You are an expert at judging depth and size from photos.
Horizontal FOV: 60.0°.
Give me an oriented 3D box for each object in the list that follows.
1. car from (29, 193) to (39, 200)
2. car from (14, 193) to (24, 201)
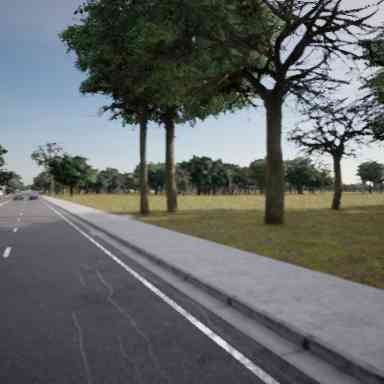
[{"bbox_3d":[-37.063,1.185,78.010,1.882,1.535,5.008,0,0,-26],"label":"car"},{"bbox_3d":[-39.984,1.234,76.584,2.128,1.511,4.902,0,0,-26],"label":"car"}]
